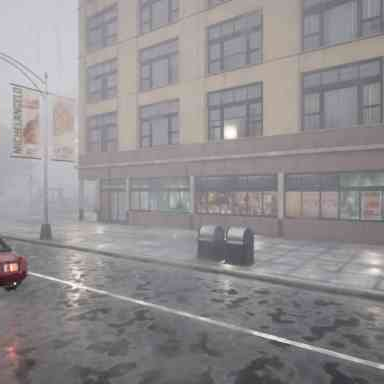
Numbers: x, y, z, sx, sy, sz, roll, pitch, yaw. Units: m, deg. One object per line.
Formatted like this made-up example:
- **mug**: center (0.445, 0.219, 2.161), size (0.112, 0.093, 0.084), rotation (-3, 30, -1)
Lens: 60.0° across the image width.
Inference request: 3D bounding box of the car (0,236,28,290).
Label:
- **car**: center (-5.678, 1.601, 8.136), size (1.895, 1.301, 4.718), rotation (0, 0, -42)
